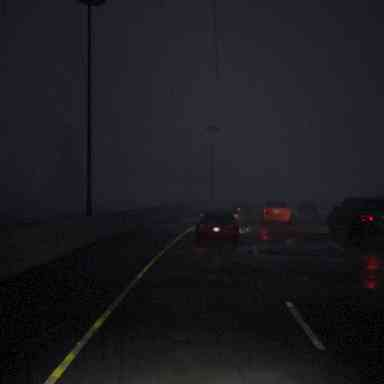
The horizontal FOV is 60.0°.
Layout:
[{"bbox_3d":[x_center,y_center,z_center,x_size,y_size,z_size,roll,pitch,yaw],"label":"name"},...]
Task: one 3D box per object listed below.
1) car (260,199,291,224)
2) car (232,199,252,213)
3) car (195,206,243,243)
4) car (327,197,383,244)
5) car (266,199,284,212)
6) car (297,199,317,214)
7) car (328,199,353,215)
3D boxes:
[{"bbox_3d":[6.278,1.397,25.348,2.097,1.767,4.553,0,0,10],"label":"car"},{"bbox_3d":[5.651,1.562,37.726,1.837,1.490,4.892,0,0,16],"label":"car"},{"bbox_3d":[1.286,1.586,16.288,1.994,1.385,4.181,0,0,7],"label":"car"},{"bbox_3d":[8.242,1.257,15.894,2.150,2.045,5.566,0,0,7],"label":"car"},{"bbox_3d":[10.126,1.594,40.398,1.812,1.442,4.674,0,0,17],"label":"car"},{"bbox_3d":[12.497,1.546,36.237,1.882,1.535,5.008,0,0,16],"label":"car"},{"bbox_3d":[16.327,1.554,36.854,1.882,1.535,5.008,0,0,16],"label":"car"}]
